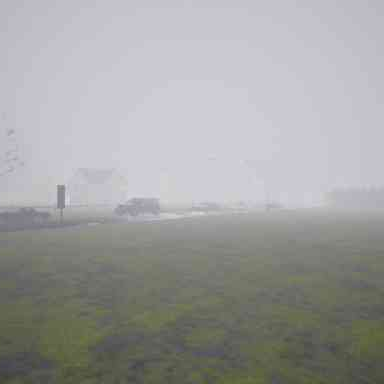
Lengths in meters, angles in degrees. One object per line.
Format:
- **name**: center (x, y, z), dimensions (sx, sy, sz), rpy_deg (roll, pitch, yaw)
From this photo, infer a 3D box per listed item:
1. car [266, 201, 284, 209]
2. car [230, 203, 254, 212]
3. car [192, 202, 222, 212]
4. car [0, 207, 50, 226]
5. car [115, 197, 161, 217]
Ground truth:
- **car**: center (15.094, 2.388, 60.251), dimensions (1.994, 1.385, 4.181), rpy_deg (1, 0, 35)
- **car**: center (7.498, 2.256, 49.575), dimensions (1.895, 1.301, 4.718), rpy_deg (1, 0, 34)
- **car**: center (2.252, 2.108, 47.250), dimensions (2.033, 1.411, 5.357), rpy_deg (1, 0, 36)
- **car**: center (-13.449, 1.796, 25.245), dimensions (1.895, 1.301, 4.718), rpy_deg (1, 0, 35)
- **car**: center (-5.725, 1.603, 36.094), dimensions (2.150, 2.045, 5.566), rpy_deg (1, -1, 35)
